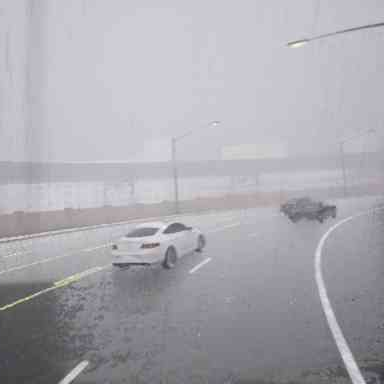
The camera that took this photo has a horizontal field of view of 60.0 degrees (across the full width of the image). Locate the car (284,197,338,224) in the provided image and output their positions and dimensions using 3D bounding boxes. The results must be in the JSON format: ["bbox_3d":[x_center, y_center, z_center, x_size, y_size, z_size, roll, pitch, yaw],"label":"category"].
[{"bbox_3d":[7.874,1.236,21.355,1.895,1.301,4.718,-5,-1,36],"label":"car"}]

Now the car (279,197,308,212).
[{"bbox_3d":[9.735,1.160,29.428,5.357,1.411,2.033,-4,-2,-45],"label":"car"}]

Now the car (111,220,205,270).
[{"bbox_3d":[-1.050,1.731,11.858,1.812,1.442,4.674,-5,-1,21],"label":"car"}]
